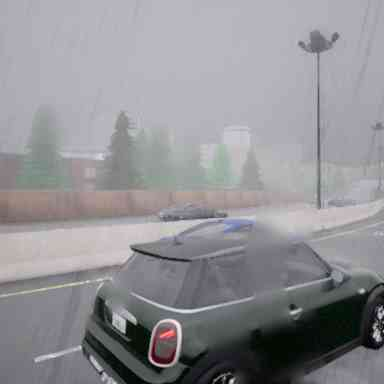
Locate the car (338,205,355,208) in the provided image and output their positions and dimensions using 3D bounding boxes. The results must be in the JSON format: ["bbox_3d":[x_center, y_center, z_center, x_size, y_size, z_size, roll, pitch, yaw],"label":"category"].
[{"bbox_3d":[19.757,1.622,42.351,2.033,1.411,5.357,0,0,32],"label":"car"}]

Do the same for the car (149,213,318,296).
[{"bbox_3d":[1.419,1.506,9.561,5.008,1.535,1.882,0,0,-39],"label":"car"}]

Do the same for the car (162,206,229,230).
[{"bbox_3d":[0.339,1.677,22.898,4.718,1.301,1.895,0,0,-45],"label":"car"}]

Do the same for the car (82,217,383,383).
[{"bbox_3d":[0.944,1.366,4.718,4.553,1.767,2.097,0,0,-37],"label":"car"}]
